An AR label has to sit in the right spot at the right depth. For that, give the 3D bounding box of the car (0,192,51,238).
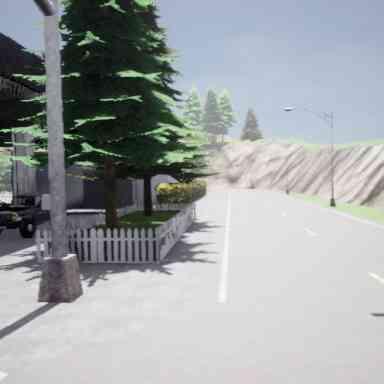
[{"bbox_3d":[-7.706,0.992,15.629,1.905,1.878,3.866,-1,2,6],"label":"car"}]
